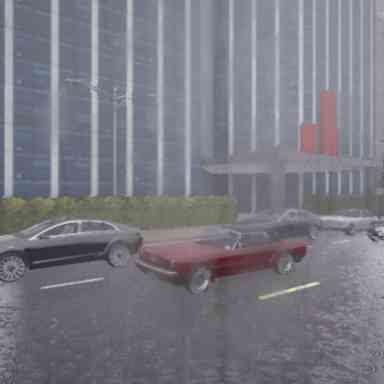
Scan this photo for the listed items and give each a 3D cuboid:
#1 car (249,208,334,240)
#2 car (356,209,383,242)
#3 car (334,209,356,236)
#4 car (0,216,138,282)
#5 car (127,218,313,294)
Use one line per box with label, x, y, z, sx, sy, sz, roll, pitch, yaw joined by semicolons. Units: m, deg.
car;4.089;1.513;15.472;4.902;1.511;2.128;0;0;-35
car;10.027;1.517;15.376;4.902;1.511;2.128;0;0;-35
car;9.043;1.629;18.947;4.718;1.301;1.895;0;0;-36
car;-3.816;1.498;9.861;4.902;1.511;2.128;0;0;-35
car;0.915;1.612;8.934;4.718;1.301;1.895;0;0;-35
